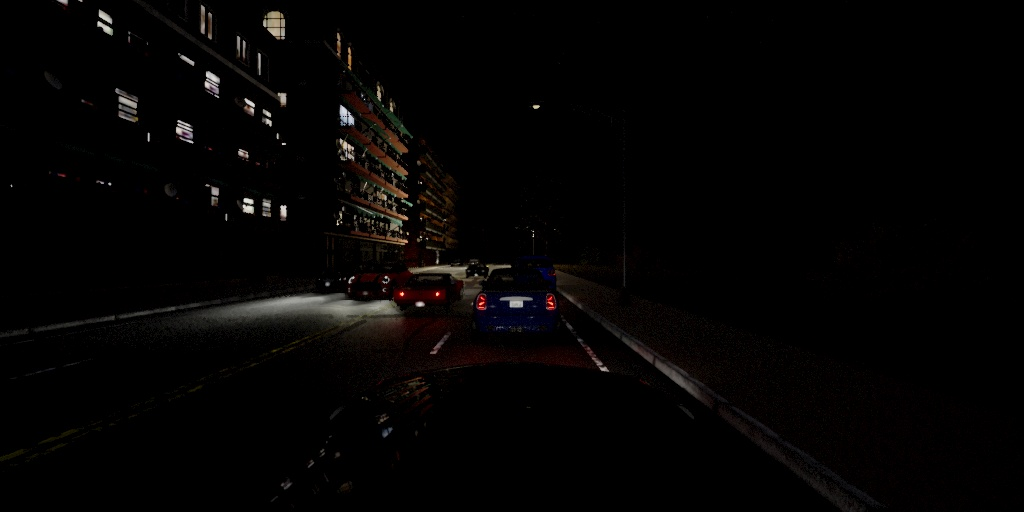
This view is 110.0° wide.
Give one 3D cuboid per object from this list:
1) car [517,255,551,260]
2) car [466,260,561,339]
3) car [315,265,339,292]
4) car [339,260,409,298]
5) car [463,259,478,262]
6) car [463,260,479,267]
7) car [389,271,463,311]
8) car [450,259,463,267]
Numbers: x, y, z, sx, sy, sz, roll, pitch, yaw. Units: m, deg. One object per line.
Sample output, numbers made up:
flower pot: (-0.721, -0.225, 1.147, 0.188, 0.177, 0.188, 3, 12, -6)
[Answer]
car: (1.136, 0.977, 19.768, 2.150, 2.045, 5.566, 0, 0, 0)
car: (0.097, 1.103, 10.193, 2.097, 1.767, 4.553, 0, 0, 0)
car: (-9.851, 1.244, 21.598, 2.128, 1.511, 4.902, 0, 0, 0)
car: (-6.601, 1.104, 18.384, 2.097, 1.767, 4.553, 0, 0, 0)
car: (-6.569, 1.243, 61.835, 2.128, 1.511, 4.902, 0, 0, 0)
car: (-3.151, 1.353, 33.753, 1.895, 1.301, 4.718, 0, 0, 0)
car: (-3.152, 1.352, 14.551, 1.895, 1.301, 4.718, 0, 0, 0)
car: (-9.800, 1.227, 64.064, 1.882, 1.535, 5.008, 0, 0, 0)
